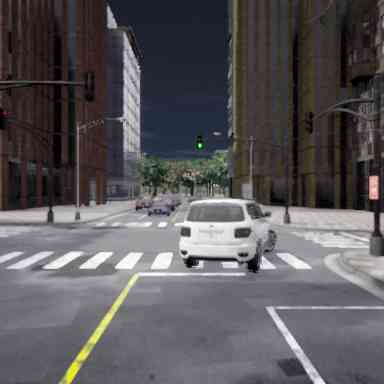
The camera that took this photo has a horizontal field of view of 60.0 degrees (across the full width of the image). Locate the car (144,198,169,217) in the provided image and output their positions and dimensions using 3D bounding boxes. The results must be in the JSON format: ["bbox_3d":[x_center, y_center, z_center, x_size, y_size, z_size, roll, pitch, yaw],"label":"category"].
[{"bbox_3d":[-3.091,1.599,32.009,1.994,1.385,4.181,0,0,0],"label":"car"}]

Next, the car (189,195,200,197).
[{"bbox_3d":[0.007,1.601,62.576,1.812,1.442,4.674,0,0,0],"label":"car"}]

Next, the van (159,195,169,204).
[{"bbox_3d":[-5.756,1.426,68.636,1.690,1.788,3.998,0,0,0],"label":"van"}]

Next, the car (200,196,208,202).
[{"bbox_3d":[2.770,1.627,79.680,1.752,1.417,4.829,0,0,0],"label":"car"}]

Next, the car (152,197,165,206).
[{"bbox_3d":[-5.757,1.594,57.591,1.752,1.417,4.829,0,0,0],"label":"car"}]

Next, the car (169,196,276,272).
[{"bbox_3d":[1.371,1.254,11.186,2.150,2.045,5.566,-1,-1,19],"label":"car"}]

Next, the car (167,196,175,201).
[{"bbox_3d":[-5.754,1.686,90.386,1.947,1.339,4.313,0,0,0],"label":"car"}]

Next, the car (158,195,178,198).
[{"bbox_3d":[-3.079,1.524,41.035,1.882,1.535,5.008,0,0,0],"label":"car"}]

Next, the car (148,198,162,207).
[{"bbox_3d":[-5.758,1.643,52.323,1.802,1.307,4.206,0,0,0],"label":"car"}]

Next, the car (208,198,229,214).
[{"bbox_3d":[2.766,1.479,36.010,1.967,1.590,4.097,0,0,0],"label":"car"}]

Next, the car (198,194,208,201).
[{"bbox_3d":[2.770,1.425,84.948,2.192,1.841,5.009,0,0,0],"label":"car"}]

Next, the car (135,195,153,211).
[{"bbox_3d":[-5.759,1.362,41.448,2.192,1.841,5.009,0,0,0],"label":"car"}]

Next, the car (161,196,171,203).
[{"bbox_3d":[-5.755,1.644,74.073,2.008,1.369,4.403,0,0,0],"label":"car"}]
